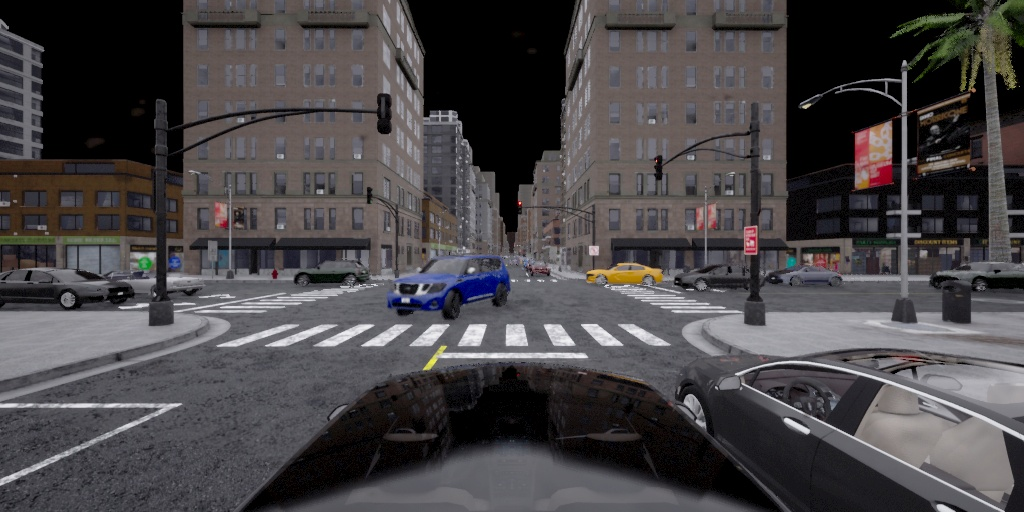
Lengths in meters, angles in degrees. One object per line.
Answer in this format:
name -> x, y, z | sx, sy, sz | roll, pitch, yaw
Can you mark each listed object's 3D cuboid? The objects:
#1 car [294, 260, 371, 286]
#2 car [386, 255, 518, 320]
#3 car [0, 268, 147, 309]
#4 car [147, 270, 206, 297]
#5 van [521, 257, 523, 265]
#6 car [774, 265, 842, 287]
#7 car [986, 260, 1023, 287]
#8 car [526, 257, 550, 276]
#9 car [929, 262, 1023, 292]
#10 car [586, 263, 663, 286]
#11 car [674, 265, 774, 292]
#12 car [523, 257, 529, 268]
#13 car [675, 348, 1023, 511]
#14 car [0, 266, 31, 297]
car -> -12.088, 1.077, 24.172 | 4.553, 1.767, 2.097 | 0, 0, 0
car -> -2.009, 0.974, 13.206 | 2.150, 2.045, 5.566 | -1, 0, 25
car -> -17.945, 1.232, 14.189 | 4.892, 1.490, 1.837 | 0, 0, 0
car -> -17.906, 1.324, 17.438 | 4.718, 1.301, 1.895 | 0, 0, 0
van -> 2.893, 1.094, 59.661 | 1.690, 1.789, 3.998 | 0, 0, 0
car -> 19.742, 1.337, 24.354 | 4.181, 1.385, 1.994 | 0, 0, 0
car -> 35.935, 1.158, 24.431 | 4.553, 1.767, 2.097 | 0, 0, 0
car -> 2.800, 1.192, 36.984 | 1.967, 1.591, 4.097 | 0, 0, 0
car -> 27.711, 1.145, 21.144 | 4.553, 1.767, 2.097 | 0, 0, 0
car -> 7.672, 1.232, 24.641 | 5.008, 1.535, 1.882 | 0, 0, 6
car -> 12.114, 1.271, 21.061 | 4.892, 1.490, 1.837 | 0, 0, 0
car -> 2.847, 1.193, 48.322 | 1.967, 1.591, 4.097 | 0, 0, 0
car -> 2.668, 1.300, 2.334 | 2.007, 1.370, 4.403 | 0, 0, 0
car -> -26.893, 1.235, 17.389 | 4.674, 1.442, 1.812 | 0, 0, 0
